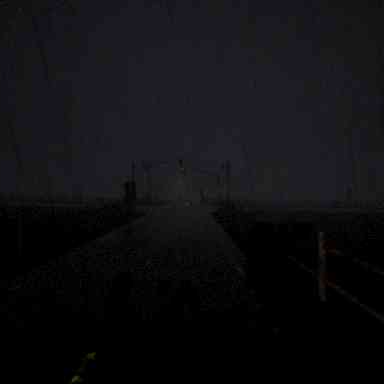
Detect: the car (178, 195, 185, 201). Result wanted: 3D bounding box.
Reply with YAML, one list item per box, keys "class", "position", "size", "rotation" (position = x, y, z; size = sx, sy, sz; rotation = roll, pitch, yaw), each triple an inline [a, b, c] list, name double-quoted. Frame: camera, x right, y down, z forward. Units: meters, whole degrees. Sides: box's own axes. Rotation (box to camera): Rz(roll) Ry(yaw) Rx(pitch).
- class: "car"
  position: [-2.695, 1.492, 85.211]
  size: [2.128, 1.511, 4.902]
  rotation: [0, 0, 0]
